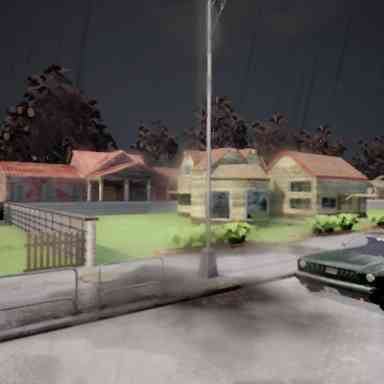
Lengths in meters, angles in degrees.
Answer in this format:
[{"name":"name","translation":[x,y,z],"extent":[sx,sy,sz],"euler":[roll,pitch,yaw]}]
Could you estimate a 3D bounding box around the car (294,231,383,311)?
[{"name":"car","translation":[4.570,1.667,7.919],"extent":[4.718,1.301,1.895],"euler":[1,0,-36]}]
